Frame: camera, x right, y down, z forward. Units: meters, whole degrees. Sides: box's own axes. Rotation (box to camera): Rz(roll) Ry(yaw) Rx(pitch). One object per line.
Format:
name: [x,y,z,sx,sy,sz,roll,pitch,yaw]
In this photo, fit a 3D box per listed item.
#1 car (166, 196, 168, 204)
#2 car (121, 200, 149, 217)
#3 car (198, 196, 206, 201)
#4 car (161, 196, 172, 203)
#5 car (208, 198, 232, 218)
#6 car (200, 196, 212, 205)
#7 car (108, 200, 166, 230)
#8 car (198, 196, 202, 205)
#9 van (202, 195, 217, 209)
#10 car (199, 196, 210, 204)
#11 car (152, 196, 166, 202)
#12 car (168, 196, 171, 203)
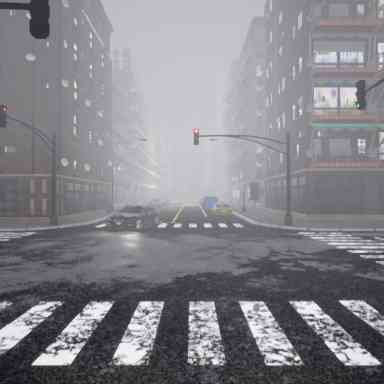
car: [-5.395,1.563,55.145,1.752,1.417,4.829,1,0,0]
car: [-5.488,1.565,32.683,2.008,1.369,4.403,1,0,0]
car: [2.439,1.626,83.664,1.887,1.381,4.507,1,0,0]
car: [-5.423,1.612,72.288,2.008,1.369,4.403,1,0,0]
car: [2.655,1.537,30.241,1.752,1.417,4.829,1,0,0]
car: [2.477,1.485,61.040,1.967,1.590,4.097,1,0,0]
car: [-3.546,1.546,21.292,1.837,1.490,4.892,3,1,16]
car: [2.496,1.346,49.728,2.192,1.841,5.009,1,0,0]
van: [2.538,1.366,44.074,1.690,1.788,3.998,1,0,0]
car: [2.466,1.604,66.696,2.008,1.369,4.403,1,0,0]
car: [-5.387,1.613,49.657,1.802,1.307,4.206,1,0,0]
car: [-5.405,1.627,60.972,1.802,1.307,4.206,1,0,0]
